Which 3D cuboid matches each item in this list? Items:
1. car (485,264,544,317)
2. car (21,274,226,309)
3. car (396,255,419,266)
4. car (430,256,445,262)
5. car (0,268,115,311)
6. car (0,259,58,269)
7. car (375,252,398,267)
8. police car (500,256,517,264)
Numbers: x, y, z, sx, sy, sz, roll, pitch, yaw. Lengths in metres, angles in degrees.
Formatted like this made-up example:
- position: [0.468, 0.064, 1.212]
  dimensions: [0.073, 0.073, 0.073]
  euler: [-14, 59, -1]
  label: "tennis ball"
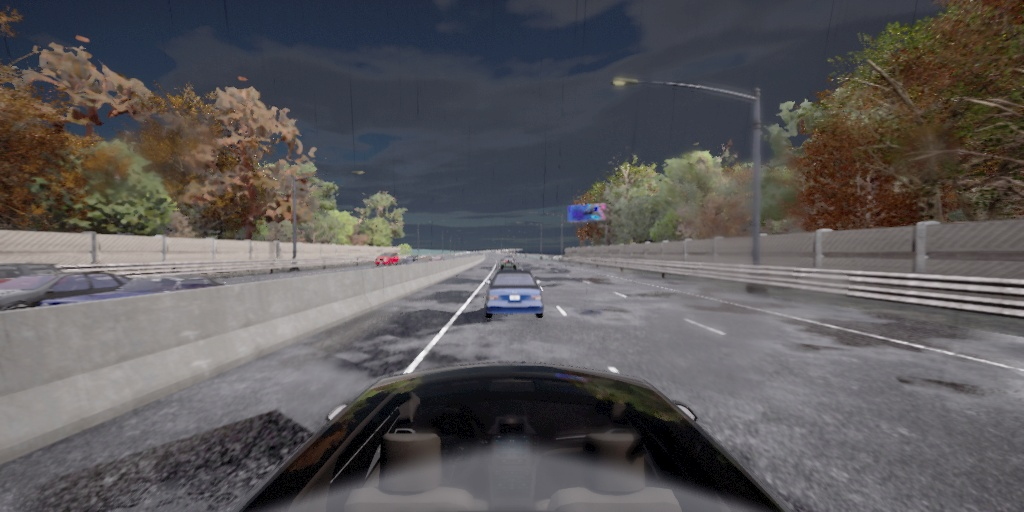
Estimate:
- position: [0.058, 1.196, 12.592]
  dimensions: [2.033, 1.411, 5.357]
  euler: [0, 1, 0]
  label: "car"
- position: [-10.631, 1.269, 10.855]
  dimensions: [1.895, 1.301, 4.718]
  euler: [0, 1, 0]
  label: "car"
- position: [-14.796, 0.848, 51.831]
  dimensions: [1.994, 1.385, 4.181]
  euler: [0, 1, -1]
  label: "car"
- position: [-11.370, 0.780, 54.928]
  dimensions: [1.812, 1.442, 4.674]
  euler: [0, 1, -1]
  label: "car"
- position: [-14.132, 1.212, 11.253]
  dimensions: [2.033, 1.411, 5.357]
  euler: [0, 1, 0]
  label: "car"
- position: [-17.639, 1.013, 11.781]
  dimensions: [2.097, 1.767, 4.553]
  euler: [0, 1, 0]
  label: "car"
- position: [-18.326, 0.496, 52.969]
  dimensions: [2.150, 2.045, 5.566]
  euler: [0, 1, -1]
  label: "car"
- position: [-0.442, 0.851, 44.881]
  dimensions: [2.038, 1.542, 4.974]
  euler: [0, 1, -1]
  label: "police car"
